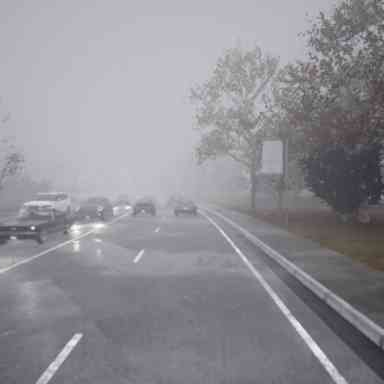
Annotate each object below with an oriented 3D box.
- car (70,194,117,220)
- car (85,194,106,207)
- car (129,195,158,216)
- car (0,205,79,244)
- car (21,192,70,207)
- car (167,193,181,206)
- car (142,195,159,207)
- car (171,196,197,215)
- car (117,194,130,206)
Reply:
[{"bbox_3d":[-7.430,1.153,25.617,2.097,1.767,4.553,0,1,-3],"label":"car"},{"bbox_3d":[-12.670,1.072,43.982,1.882,1.535,5.008,0,0,-8],"label":"car"},{"bbox_3d":[-4.094,1.269,29.250,1.837,1.490,4.892,0,1,-4],"label":"car"},{"bbox_3d":[-7.097,1.500,15.381,1.895,1.301,4.718,0,0,-1],"label":"car"},{"bbox_3d":[-10.919,1.025,25.313,2.150,2.045,5.566,0,1,-3],"label":"car"},{"bbox_3d":[-2.354,0.934,45.938,2.097,1.767,4.553,0,1,-8],"label":"car"},{"bbox_3d":[-5.521,1.152,43.669,2.033,1.411,5.357,0,1,-8],"label":"car"},{"bbox_3d":[-0.660,1.317,30.296,1.994,1.385,4.181,0,1,-4],"label":"car"},{"bbox_3d":[-9.245,1.098,44.803,1.837,1.490,4.892,0,0,-8],"label":"car"}]
